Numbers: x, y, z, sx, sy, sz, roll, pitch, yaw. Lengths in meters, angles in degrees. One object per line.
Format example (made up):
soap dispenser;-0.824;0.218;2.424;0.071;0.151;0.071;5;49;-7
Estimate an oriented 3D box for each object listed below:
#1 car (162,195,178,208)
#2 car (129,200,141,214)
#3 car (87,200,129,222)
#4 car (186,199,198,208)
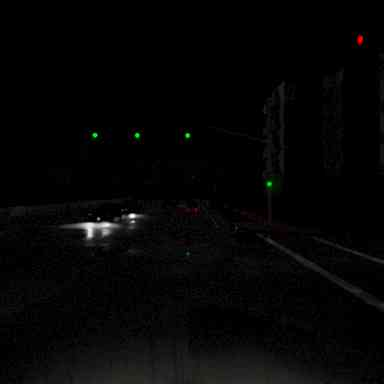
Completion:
car;-3.499;1.425;51.974;2.150;2.045;5.566;0;0;0
car;-7.077;1.654;38.089;1.837;1.490;4.892;0;0;0
car;-7.083;1.657;27.943;2.033;1.411;5.357;0;0;0
car;0.001;1.805;51.987;1.895;1.301;4.718;0;0;0
